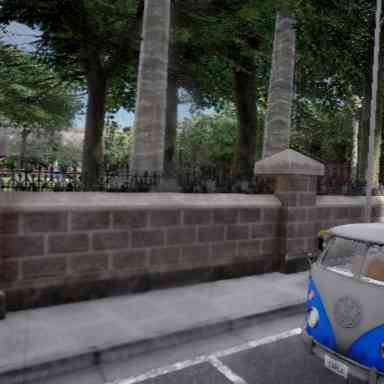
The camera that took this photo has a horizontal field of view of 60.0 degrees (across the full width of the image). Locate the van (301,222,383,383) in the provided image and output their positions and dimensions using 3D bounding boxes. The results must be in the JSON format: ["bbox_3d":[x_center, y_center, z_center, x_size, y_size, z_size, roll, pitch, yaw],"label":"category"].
[{"bbox_3d":[3.292,1.300,4.488,3.998,1.788,1.690,1,2,-31],"label":"van"}]
